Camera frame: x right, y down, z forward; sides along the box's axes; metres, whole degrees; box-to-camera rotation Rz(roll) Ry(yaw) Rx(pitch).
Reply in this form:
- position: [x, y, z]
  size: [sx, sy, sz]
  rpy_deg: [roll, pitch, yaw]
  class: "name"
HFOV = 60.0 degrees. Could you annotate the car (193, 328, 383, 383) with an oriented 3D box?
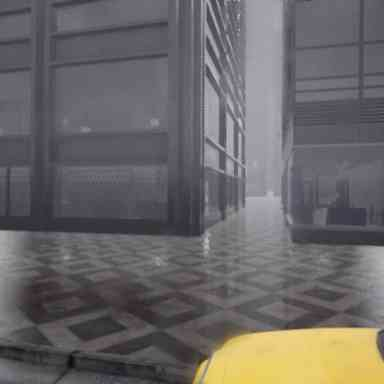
- position: [2.540, 1.457, 2.131]
  size: [5.366, 1.575, 1.801]
  rpy_deg: [0, 0, 14]
  class: "car"
